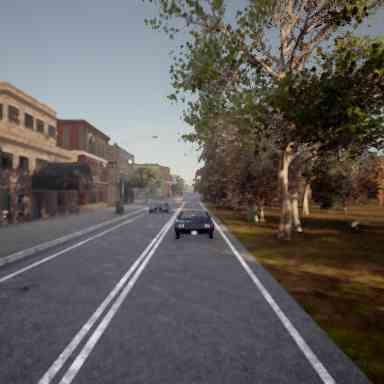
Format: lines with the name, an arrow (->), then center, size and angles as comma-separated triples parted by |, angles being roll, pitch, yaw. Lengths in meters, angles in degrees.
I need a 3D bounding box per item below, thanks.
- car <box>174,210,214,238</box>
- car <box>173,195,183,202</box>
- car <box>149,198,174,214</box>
car -> 0.109, 1.604, 17.713 | 1.895, 1.301, 4.718 | 0, 0, 0
car -> -3.213, 1.359, 75.700 | 2.097, 1.767, 4.553 | 0, 0, 0
car -> -3.325, 1.560, 34.803 | 1.994, 1.385, 4.181 | 0, 0, 0
